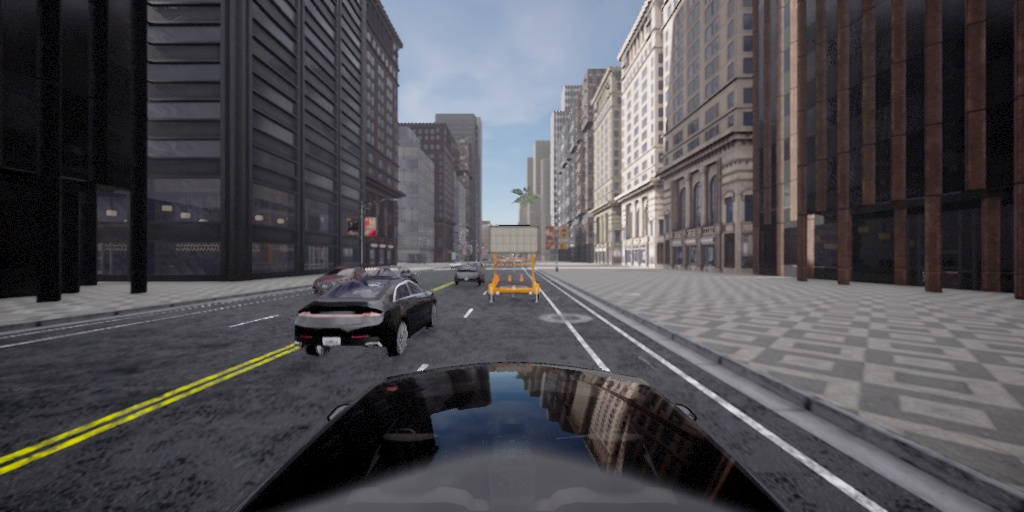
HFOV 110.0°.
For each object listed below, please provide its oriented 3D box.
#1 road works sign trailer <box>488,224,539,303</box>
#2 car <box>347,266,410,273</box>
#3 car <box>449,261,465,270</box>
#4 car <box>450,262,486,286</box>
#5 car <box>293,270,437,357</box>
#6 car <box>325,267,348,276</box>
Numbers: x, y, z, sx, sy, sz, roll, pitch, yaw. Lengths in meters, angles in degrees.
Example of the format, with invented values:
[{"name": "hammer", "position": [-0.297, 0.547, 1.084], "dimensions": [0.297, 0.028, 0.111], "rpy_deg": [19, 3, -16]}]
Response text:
[{"name": "road works sign trailer", "position": [0.096, 0.280, 17.248], "dimensions": [2.380, 3.560, 2.880], "rpy_deg": [0, 0, 0]}, {"name": "car", "position": [-6.490, 1.313, 19.171], "dimensions": [2.128, 1.511, 4.902], "rpy_deg": [0, 0, 0]}, {"name": "car", "position": [-9.414, 1.621, 61.721], "dimensions": [1.895, 1.301, 4.718], "rpy_deg": [0, 0, 1]}, {"name": "car", "position": [-2.994, 1.345, 26.199], "dimensions": [2.128, 1.511, 4.902], "rpy_deg": [0, 0, 0]}, {"name": "car", "position": [-3.109, 1.269, 8.638], "dimensions": [2.128, 1.511, 4.902], "rpy_deg": [0, 0, 0]}, {"name": "car", "position": [-9.727, 1.354, 21.050], "dimensions": [1.812, 1.442, 4.674], "rpy_deg": [0, 0, 0]}]
